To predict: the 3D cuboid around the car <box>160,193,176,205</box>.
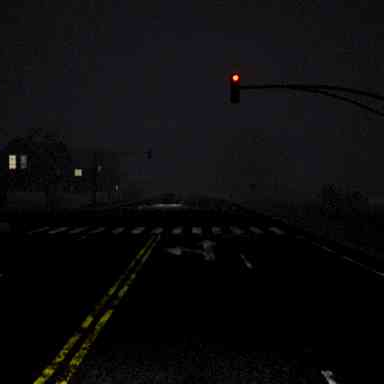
[{"bbox_3d":[-3.177,0.886,45.064,1.882,1.535,5.008,0,2,0],"label":"car"}]
